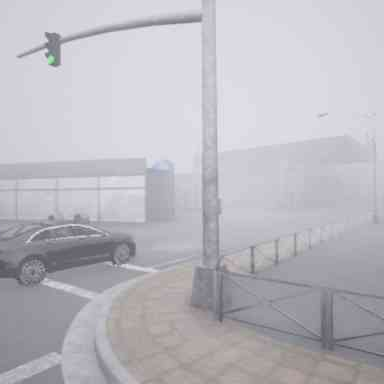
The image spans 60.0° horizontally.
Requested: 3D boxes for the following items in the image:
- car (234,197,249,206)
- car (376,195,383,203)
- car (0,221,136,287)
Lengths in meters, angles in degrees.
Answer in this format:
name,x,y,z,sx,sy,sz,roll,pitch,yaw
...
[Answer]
name,x,y,z,sx,sy,sz,roll,pitch,yaw
car,8.813,1.821,61.831,2.242,1.667,4.611,-1,0,36
car,39.778,1.405,66.624,4.674,1.442,1.812,-1,0,36
car,-3.802,1.596,9.819,2.128,1.511,4.902,-1,0,36
